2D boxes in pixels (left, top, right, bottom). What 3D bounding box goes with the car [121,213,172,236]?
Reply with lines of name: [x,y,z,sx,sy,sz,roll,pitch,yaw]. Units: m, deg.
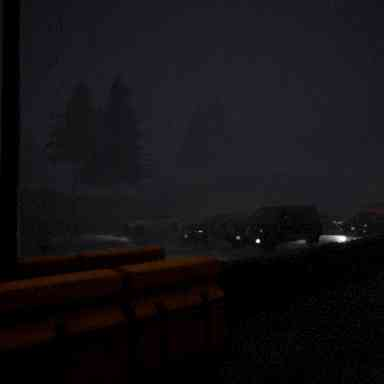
car: [-2.800,2.257,24.042,4.674,1.442,1.812,1,-2,-38]

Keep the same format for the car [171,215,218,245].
car: [1.608,2.028,18.608,4.902,1.511,2.128,1,-2,-38]

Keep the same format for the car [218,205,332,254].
car: [4.177,1.665,16.188,5.566,2.045,2.150,1,-2,-38]

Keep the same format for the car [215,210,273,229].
car: [4.750,2.373,29.952,5.357,1.411,2.033,1,-2,-38]

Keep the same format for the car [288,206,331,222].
car: [12.860,2.369,36.264,4.902,1.511,2.128,0,-2,-38]

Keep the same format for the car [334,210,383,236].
car: [11.589,2.098,21.964,4.181,1.385,1.994,1,-2,-38]

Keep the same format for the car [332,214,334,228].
car: [9.285,2.178,24.613,5.357,1.411,2.033,1,-2,-38]

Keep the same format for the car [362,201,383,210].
car: [17.657,1.904,31.141,5.566,2.045,2.150,0,-2,-38]
